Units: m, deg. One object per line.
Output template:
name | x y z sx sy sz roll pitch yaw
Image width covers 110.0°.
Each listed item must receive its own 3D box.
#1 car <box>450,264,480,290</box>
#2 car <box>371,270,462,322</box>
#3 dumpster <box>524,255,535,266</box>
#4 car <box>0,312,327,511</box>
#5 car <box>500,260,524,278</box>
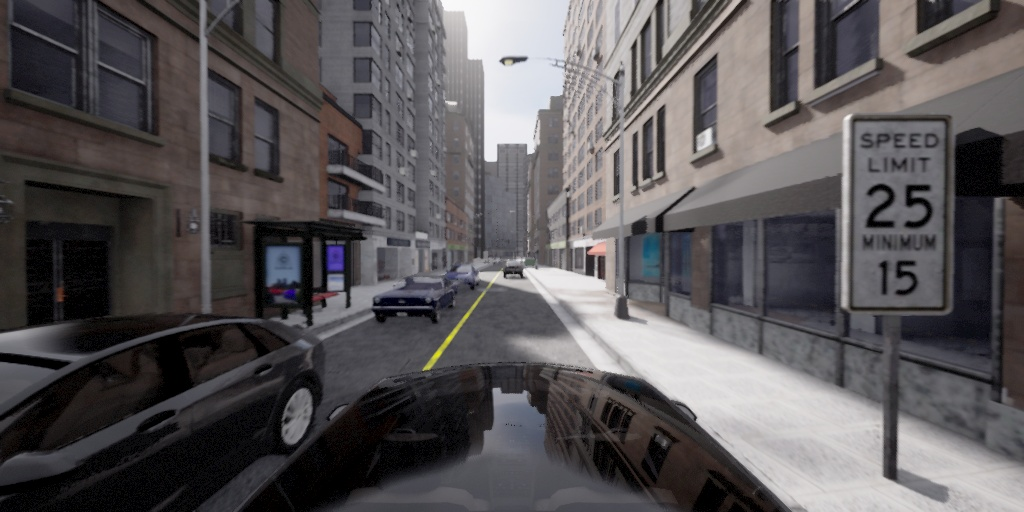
car | -3.084 1.251 22.528 1.812 1.442 4.674 0 0 0
car | -3.092 1.335 12.296 1.895 1.301 4.718 0 0 0
dumpster | 3.143 1.138 64.807 1.020 1.700 1.940 0 0 0
car | -3.101 1.252 2.311 1.837 1.490 4.892 0 0 0
car | 0.105 1.228 33.823 1.837 1.490 4.892 0 0 0
